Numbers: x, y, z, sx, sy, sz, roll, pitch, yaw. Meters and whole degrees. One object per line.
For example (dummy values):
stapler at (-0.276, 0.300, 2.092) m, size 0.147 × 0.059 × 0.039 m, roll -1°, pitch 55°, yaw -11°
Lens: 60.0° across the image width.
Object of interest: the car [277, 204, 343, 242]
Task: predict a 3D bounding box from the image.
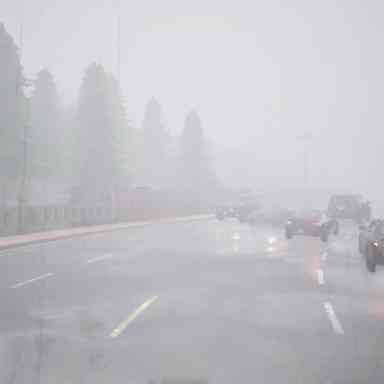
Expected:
car at (5.958, 1.522, 16.393) m, size 1.812 × 1.442 × 4.674 m, roll 0°, pitch 0°, yaw 32°

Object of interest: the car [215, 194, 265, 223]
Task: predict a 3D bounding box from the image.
car at (4.047, 1.218, 26.299) m, size 2.150 × 2.045 × 5.566 m, roll 0°, pitch 0°, yaw 37°

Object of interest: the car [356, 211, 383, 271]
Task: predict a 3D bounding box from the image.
car at (6.349, 1.524, 10.377) m, size 1.812 × 1.442 × 4.674 m, roll 0°, pitch -1°, yaw 23°

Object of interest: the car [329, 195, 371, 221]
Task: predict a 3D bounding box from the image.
car at (11.497, 1.216, 24.273) m, size 2.150 × 2.045 × 5.566 m, roll 0°, pitch 0°, yaw 36°

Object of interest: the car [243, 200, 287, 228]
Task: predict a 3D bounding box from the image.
car at (5.524, 1.520, 22.458) m, size 1.812 × 1.442 × 4.674 m, roll 0°, pitch 0°, yaw 37°
